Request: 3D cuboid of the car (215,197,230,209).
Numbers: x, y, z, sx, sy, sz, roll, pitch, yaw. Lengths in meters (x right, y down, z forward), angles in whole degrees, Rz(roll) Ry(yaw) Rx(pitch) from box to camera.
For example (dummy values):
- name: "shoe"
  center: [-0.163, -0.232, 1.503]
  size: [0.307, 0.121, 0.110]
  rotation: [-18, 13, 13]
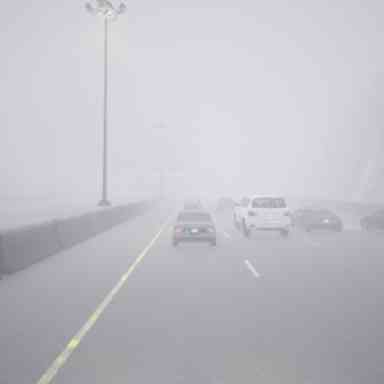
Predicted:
- name: "car"
  center: [3.593, 1.265, 36.107]
  size: [1.837, 1.490, 4.892]
  rotation: [0, 1, 0]

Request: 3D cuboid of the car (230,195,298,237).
- name: "car"
  center: [3.596, 1.162, 17.859]
  size: [2.150, 2.045, 5.566]
  rotation: [0, 0, 0]

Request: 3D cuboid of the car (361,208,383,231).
- name: "car"
  center: [10.596, 1.471, 17.155]
  size: [1.812, 1.442, 4.674]
  rotation: [0, 1, 0]

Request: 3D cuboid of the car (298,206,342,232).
- name: "car"
  center: [7.096, 1.492, 19.558]
  size: [1.994, 1.385, 4.181]
  rotation: [0, 0, 0]

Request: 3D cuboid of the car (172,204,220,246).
- name: "car"
  center: [0.097, 1.505, 15.125]
  size: [2.033, 1.411, 5.357]
  rotation: [0, 0, 0]

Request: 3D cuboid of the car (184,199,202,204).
- name: "car"
  center: [0.093, 1.381, 34.549]
  size: [1.895, 1.301, 4.718]
  rotation: [0, 1, 0]
